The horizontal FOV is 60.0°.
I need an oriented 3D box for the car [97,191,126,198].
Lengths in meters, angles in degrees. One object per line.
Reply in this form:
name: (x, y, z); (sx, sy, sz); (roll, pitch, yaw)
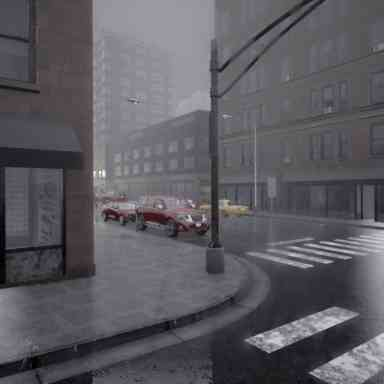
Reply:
car: (-10.333, 0.717, 44.274); (2.192, 1.841, 5.009); (1, 0, -36)

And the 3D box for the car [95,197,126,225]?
car: (-4.393, 1.288, 21.520); (1.887, 1.381, 4.507); (1, 0, -36)

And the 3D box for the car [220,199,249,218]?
car: (2.419, 1.222, 26.648); (1.752, 1.417, 4.829); (1, 0, -36)

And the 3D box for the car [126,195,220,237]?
car: (-1.175, 1.138, 17.079); (2.192, 1.841, 5.009); (1, 0, -36)

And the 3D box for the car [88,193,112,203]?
car: (-13.549, 0.883, 48.717); (2.008, 1.369, 4.403); (1, 0, -36)

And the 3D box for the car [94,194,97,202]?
car: (-14.228, 0.882, 45.174); (1.837, 1.490, 4.892); (0, 1, -35)

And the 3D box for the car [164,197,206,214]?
car: (-0.695, 1.203, 30.952); (1.802, 1.307, 4.206); (1, 0, -36)
